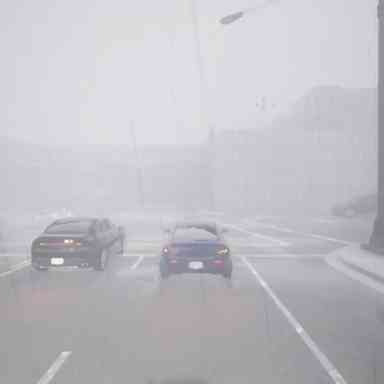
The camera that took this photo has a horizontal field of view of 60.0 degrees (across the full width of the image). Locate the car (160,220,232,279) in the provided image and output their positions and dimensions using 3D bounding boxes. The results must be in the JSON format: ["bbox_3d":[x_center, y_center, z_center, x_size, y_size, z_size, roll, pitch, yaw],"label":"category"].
[{"bbox_3d":[0.116,1.551,9.971,1.812,1.442,4.674,0,-1,1],"label":"car"}]

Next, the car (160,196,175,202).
[{"bbox_3d":[-5.935,1.628,81.043,1.994,1.385,4.181,0,0,24],"label":"car"}]

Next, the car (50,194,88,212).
[{"bbox_3d":[-14.803,1.259,40.641,2.150,2.045,5.566,0,0,-1],"label":"car"}]

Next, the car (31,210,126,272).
[{"bbox_3d":[-3.415,1.530,10.814,1.837,1.490,4.892,0,-1,0],"label":"car"}]

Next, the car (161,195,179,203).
[{"bbox_3d":[-4.751,1.422,71.194,2.097,1.767,4.553,0,0,6],"label":"car"}]

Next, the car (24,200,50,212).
[{"bbox_3d":[-18.283,1.638,40.024,1.895,1.301,4.718,0,0,-1],"label":"car"}]

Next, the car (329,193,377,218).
[{"bbox_3d":[12.489,0.913,24.182,4.892,1.490,1.837,-7,0,0],"label":"car"}]

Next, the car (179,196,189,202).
[{"bbox_3d":[-2.252,1.600,80.831,1.812,1.442,4.674,0,0,24],"label":"car"}]

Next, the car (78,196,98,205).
[{"bbox_3d":[-18.708,1.548,60.003,2.128,1.511,4.902,0,0,-1],"label":"car"}]
